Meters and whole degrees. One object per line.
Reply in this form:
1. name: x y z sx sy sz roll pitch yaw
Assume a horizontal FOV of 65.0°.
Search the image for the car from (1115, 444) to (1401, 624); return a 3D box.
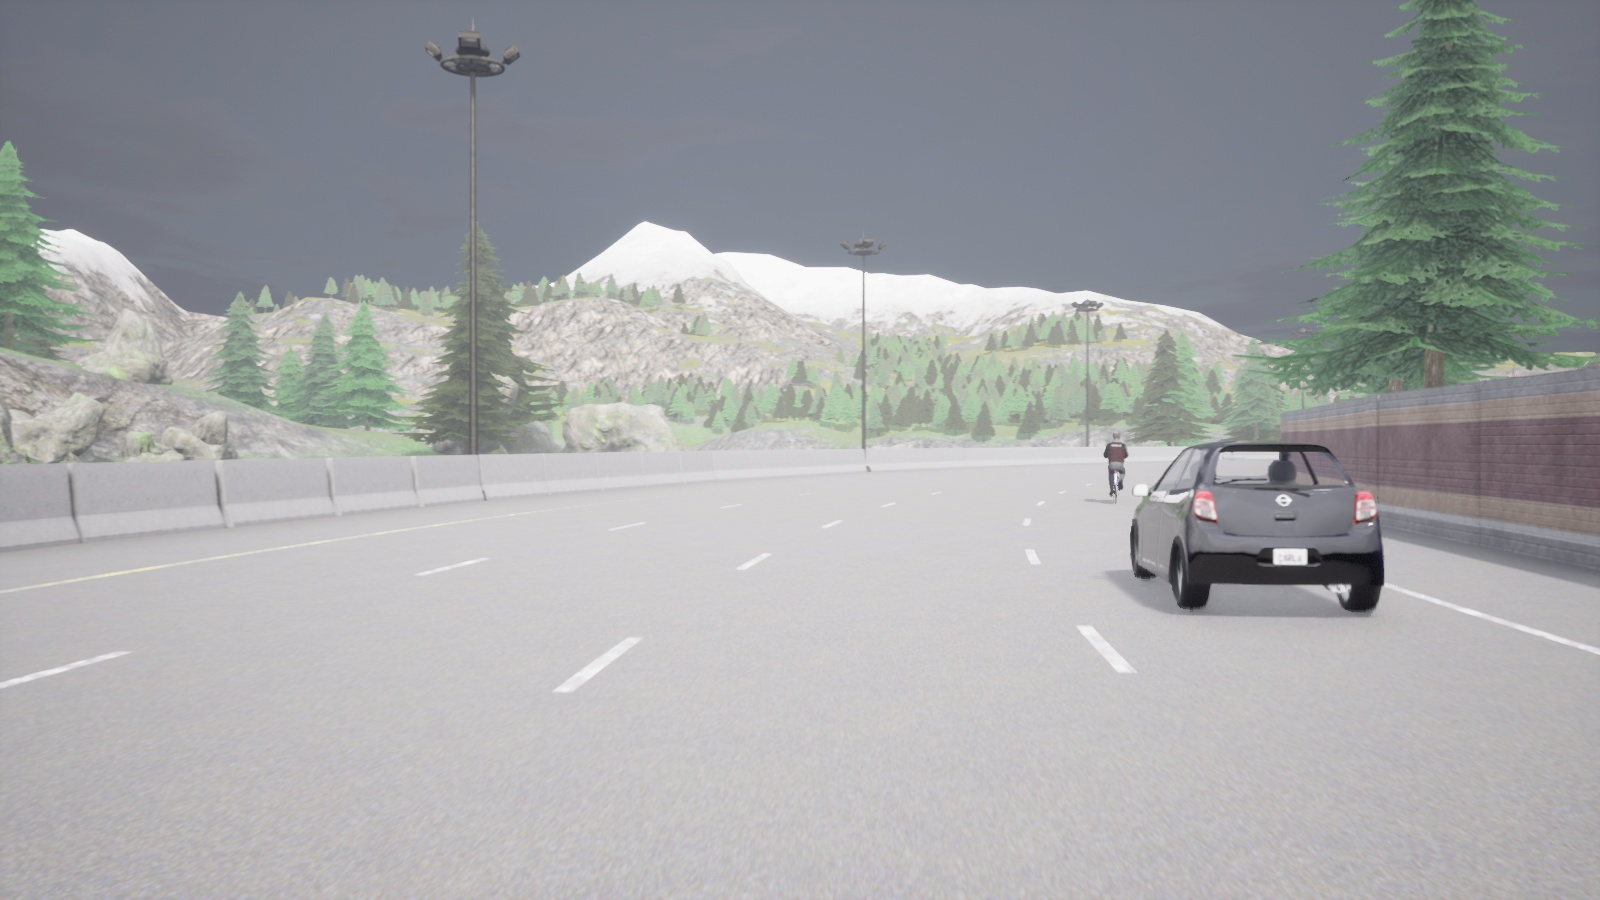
1. car: 4.295 0.695 12.375 1.845 1.501 3.633 0 0 6
